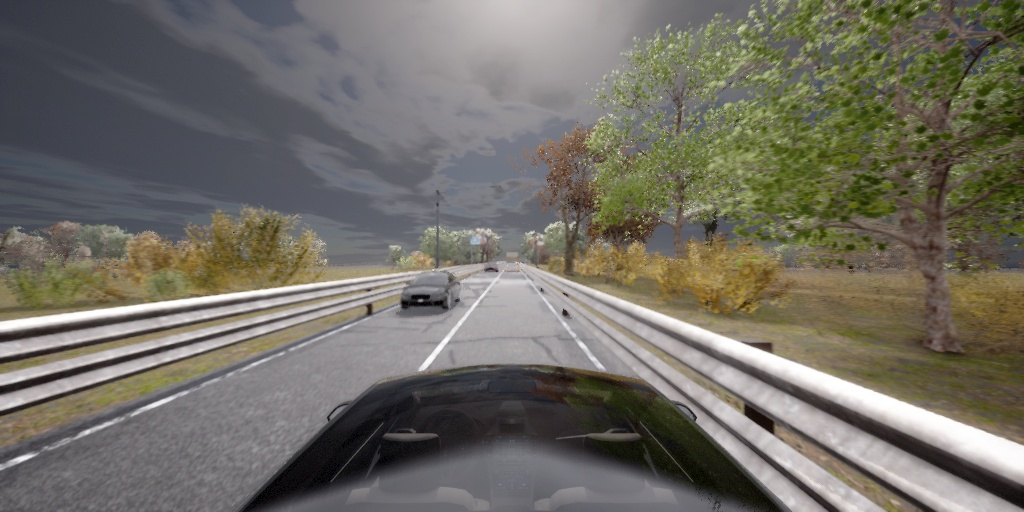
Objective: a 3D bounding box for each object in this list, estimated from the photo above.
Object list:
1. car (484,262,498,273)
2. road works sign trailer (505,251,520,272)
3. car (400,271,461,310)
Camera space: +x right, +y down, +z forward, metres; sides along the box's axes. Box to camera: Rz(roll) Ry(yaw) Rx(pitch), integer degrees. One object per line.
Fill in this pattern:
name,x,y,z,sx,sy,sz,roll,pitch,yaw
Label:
car,-3.271,1.713,56.934,2.097,1.767,4.553,0,-1,1
road works sign trailer,0.053,0.888,62.538,2.380,3.560,2.880,0,0,0
car,-3.348,1.408,15.548,1.837,1.490,4.892,0,-1,0
